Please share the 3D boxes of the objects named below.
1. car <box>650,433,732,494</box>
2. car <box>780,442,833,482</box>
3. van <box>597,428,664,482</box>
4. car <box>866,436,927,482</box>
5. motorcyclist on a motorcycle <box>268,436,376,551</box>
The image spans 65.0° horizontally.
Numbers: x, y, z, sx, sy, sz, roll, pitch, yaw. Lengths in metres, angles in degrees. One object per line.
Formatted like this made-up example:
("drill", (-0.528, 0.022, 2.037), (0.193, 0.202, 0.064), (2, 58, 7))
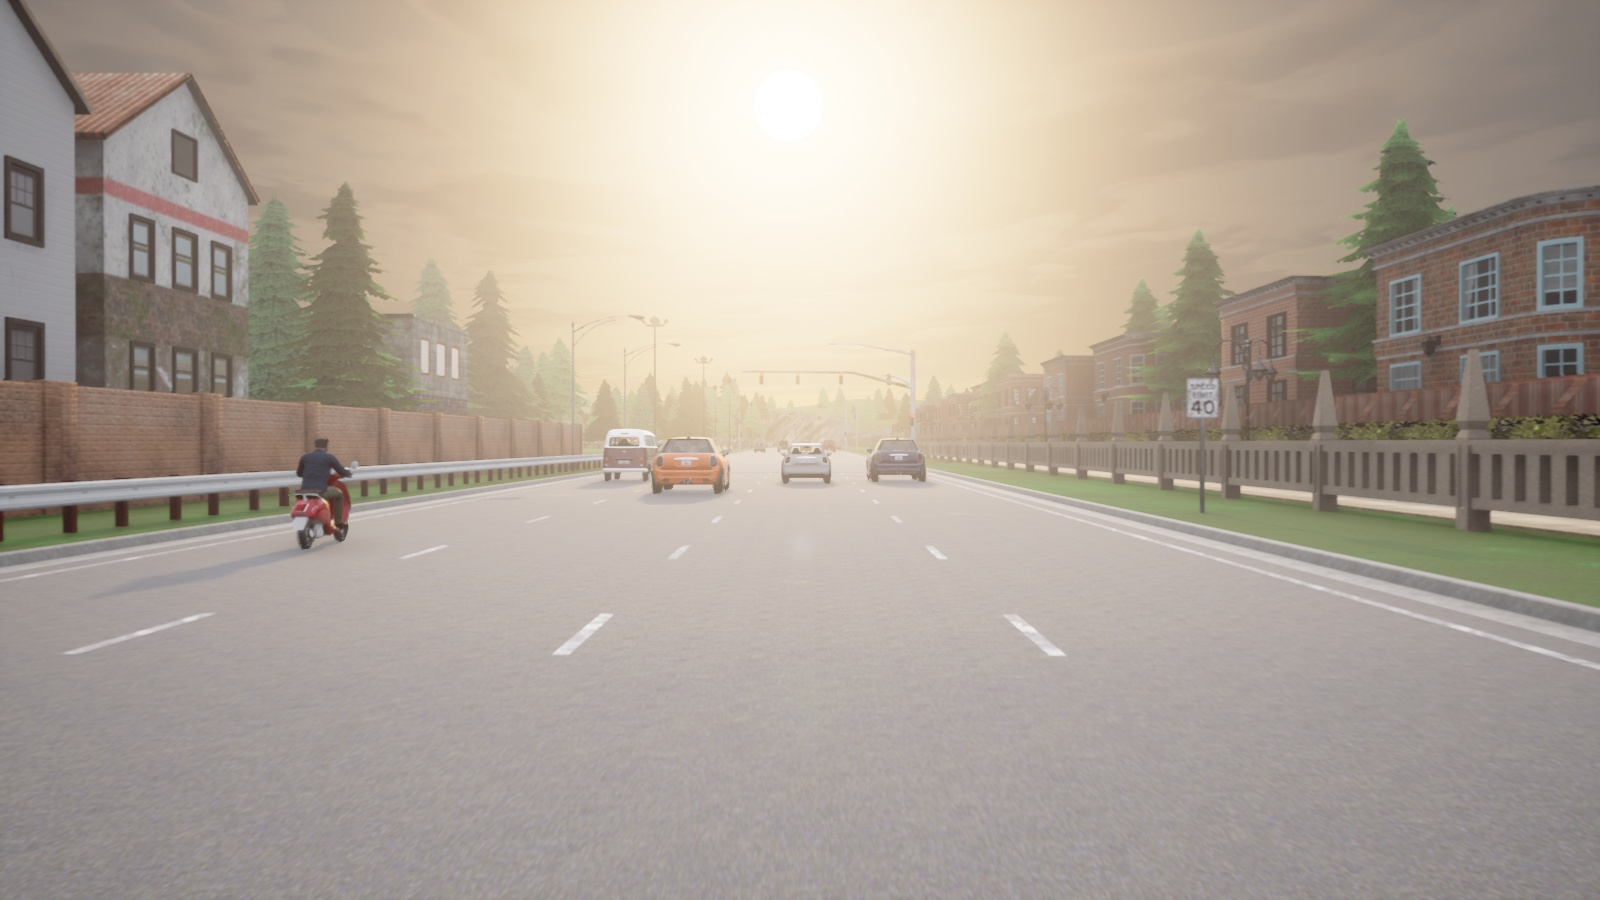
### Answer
("car", (-3.297, 0.384, 38.784), (2.097, 1.767, 4.553), (0, 0, 0))
("car", (0.248, 0.441, 48.068), (1.970, 1.475, 3.806), (0, 0, 0))
("van", (-6.741, 0.180, 50.426), (2.069, 2.038, 4.480), (0, 0, 0))
("car", (3.755, 0.328, 49.690), (2.097, 1.767, 4.553), (0, 0, 0))
("motorcyclist on a motorcycle", (-6.897, 0.592, 18.220), (0.866, 1.590, 1.817), (0, 0, 0))
